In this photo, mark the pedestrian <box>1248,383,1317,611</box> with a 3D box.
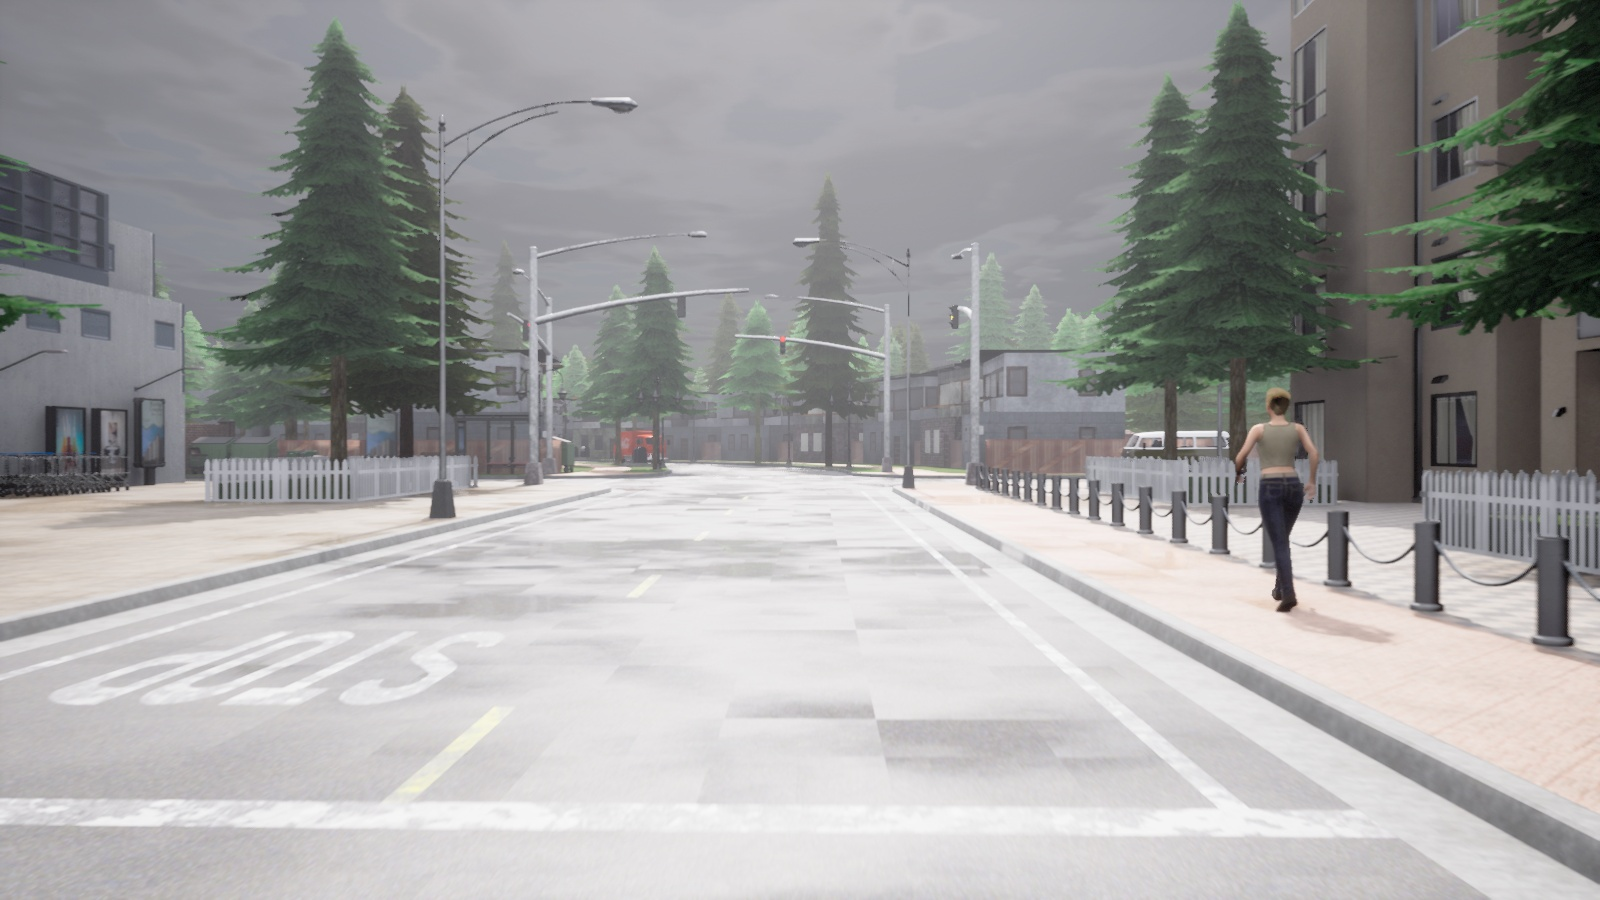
[{"bbox_3d":[3.973,0.376,10.369,0.345,1.836,0.594,0,0,1],"label":"pedestrian"}]

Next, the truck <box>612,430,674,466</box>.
[{"bbox_3d":[-11.342,-0.152,90.278,2.627,2.467,5.204,0,0,-30],"label":"truck"}]

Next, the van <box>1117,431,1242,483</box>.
[{"bbox_3d":[15.316,0.266,50.866,4.480,2.038,2.069,0,0,2],"label":"van"}]
